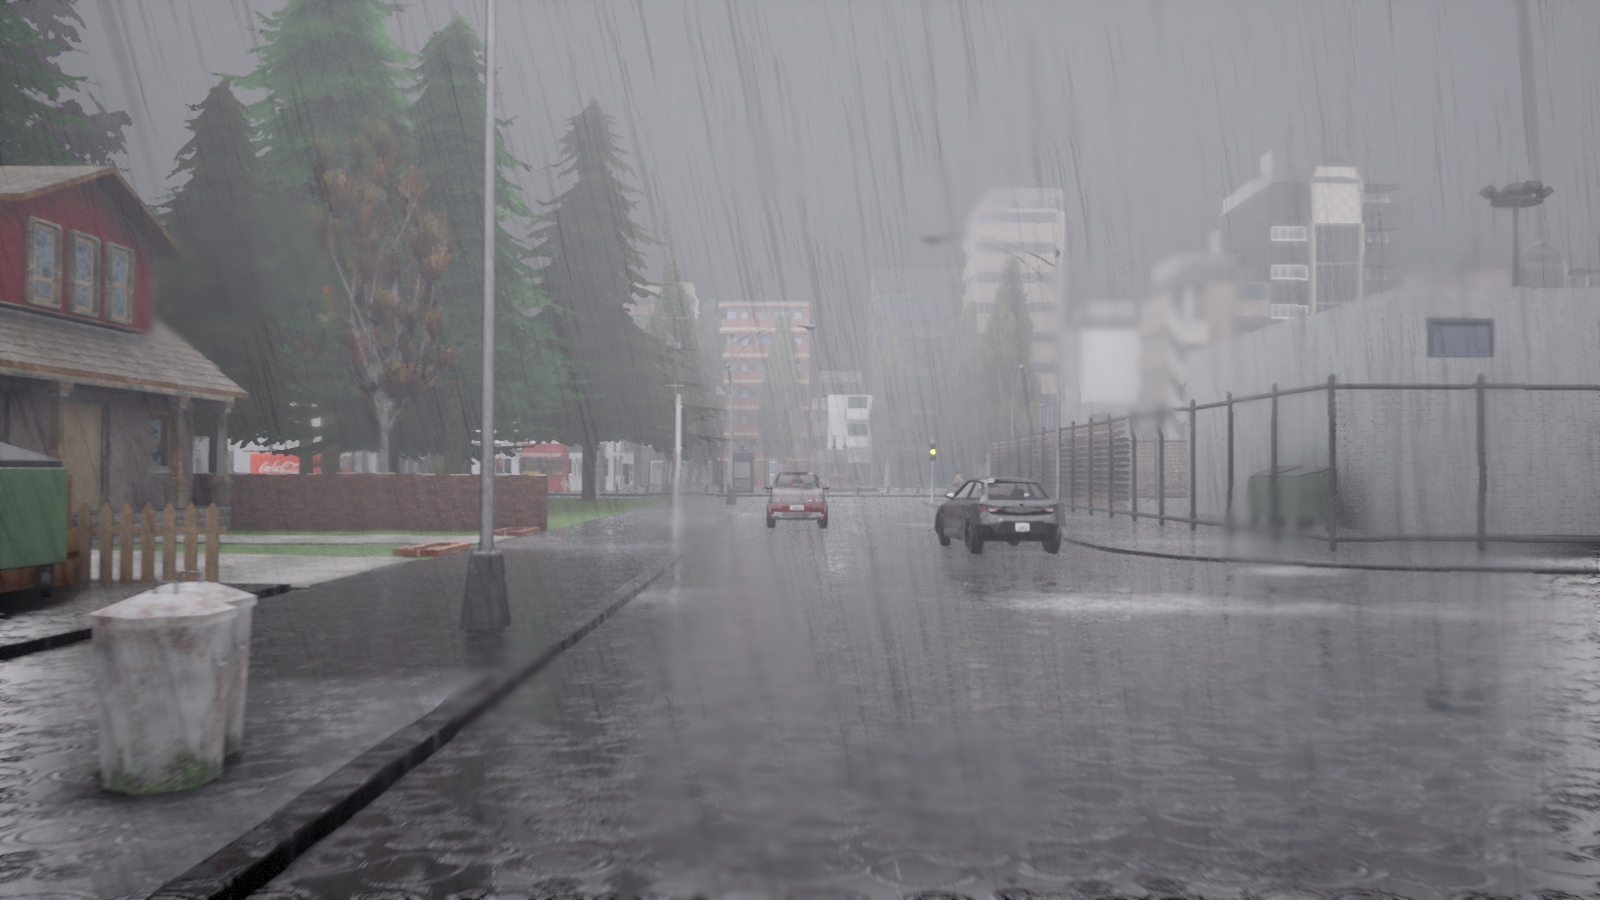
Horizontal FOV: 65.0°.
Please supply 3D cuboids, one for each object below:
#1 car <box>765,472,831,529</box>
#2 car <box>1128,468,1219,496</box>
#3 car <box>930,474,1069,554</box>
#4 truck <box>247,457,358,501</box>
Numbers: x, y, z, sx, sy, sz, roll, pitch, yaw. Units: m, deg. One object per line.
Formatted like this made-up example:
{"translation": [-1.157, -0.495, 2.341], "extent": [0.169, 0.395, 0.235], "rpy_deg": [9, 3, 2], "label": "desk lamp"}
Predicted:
{"translation": [-0.075, 1.391, 35.698], "extent": [1.789, 1.549, 3.705], "rpy_deg": [0, -1, -1], "label": "car"}
{"translation": [22.302, 1.913, 75.112], "extent": [4.856, 1.649, 2.033], "rpy_deg": [0, -1, 0], "label": "car"}
{"translation": [3.954, 1.241, 25.621], "extent": [1.816, 1.474, 4.193], "rpy_deg": [0, -1, -5], "label": "car"}
{"translation": [-28.053, 1.629, 70.988], "extent": [5.204, 2.467, 2.627], "rpy_deg": [0, -1, 0], "label": "truck"}
